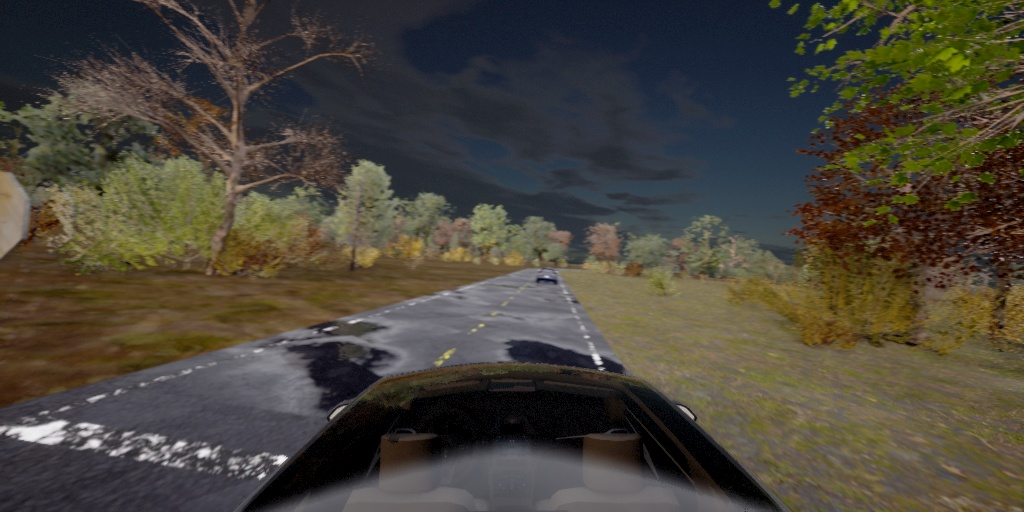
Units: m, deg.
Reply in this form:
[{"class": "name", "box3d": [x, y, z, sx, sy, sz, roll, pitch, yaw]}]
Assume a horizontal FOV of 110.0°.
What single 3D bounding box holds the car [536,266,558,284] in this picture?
[{"class": "car", "box3d": [3.415, 1.897, 34.697, 1.994, 1.385, 4.181, 5, 0, 6]}]
